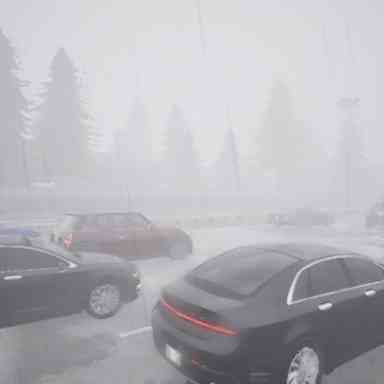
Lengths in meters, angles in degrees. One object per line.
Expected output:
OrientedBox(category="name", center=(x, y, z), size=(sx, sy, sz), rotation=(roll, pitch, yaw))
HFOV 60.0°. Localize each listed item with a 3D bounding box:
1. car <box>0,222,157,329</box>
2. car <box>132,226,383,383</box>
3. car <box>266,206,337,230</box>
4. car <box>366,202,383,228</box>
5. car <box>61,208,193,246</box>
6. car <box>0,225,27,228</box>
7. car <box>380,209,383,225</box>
OrientedBox(category="car", center=(-3.250, 1.507, 5.727), size=(4.892, 1.490, 1.837), rotation=(0, 0, -35))
OrientedBox(category="car", center=(1.773, 1.523, 5.008), size=(4.892, 1.490, 1.837), rotation=(0, 0, -35))
OrientedBox(category="car", center=(7.235, 1.625, 21.796), size=(5.357, 1.411, 2.033), rotation=(0, 0, -35))
OrientedBox(category="car", center=(13.501, 1.451, 21.964), size=(4.553, 1.767, 2.097), rotation=(0, 0, -35))
OrientedBox(category="car", center=(-2.161, 1.370, 10.800), size=(4.553, 1.767, 2.097), rotation=(0, 0, -35))
OrientedBox(category="car", center=(-7.742, 1.477, 11.119), size=(5.008, 1.535, 1.882), rotation=(0, 0, -35))
OrientedBox(category="car", center=(11.797, 1.627, 16.450), size=(5.357, 1.411, 2.033), rotation=(0, 0, -35))
